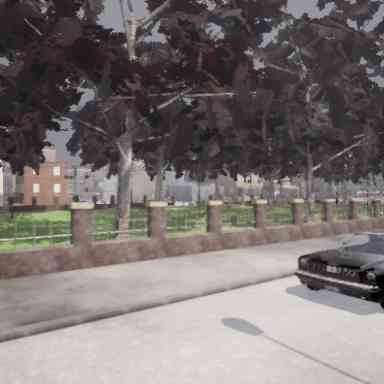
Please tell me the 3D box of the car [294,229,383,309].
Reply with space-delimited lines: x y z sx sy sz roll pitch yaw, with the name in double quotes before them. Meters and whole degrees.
"car" 4.569 1.614 7.861 4.718 1.301 1.895 0 0 -35
